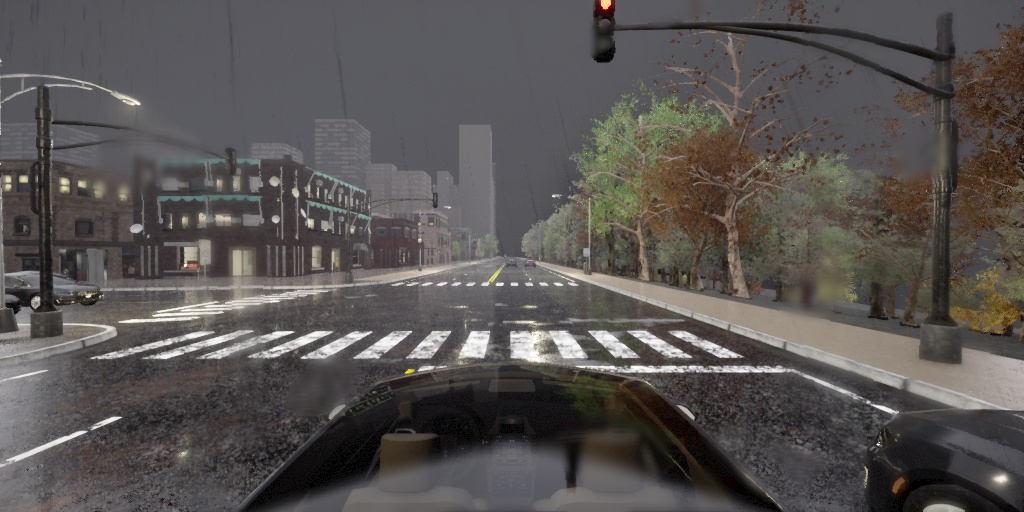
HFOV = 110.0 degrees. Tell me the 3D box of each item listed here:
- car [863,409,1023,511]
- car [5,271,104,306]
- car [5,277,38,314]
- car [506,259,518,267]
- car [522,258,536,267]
[{"bbox_3d":[3.353,1.255,0.435,1.837,1.490,4.892,0,0,0],"label":"car"},{"bbox_3d":[-20.315,1.480,15.131,4.892,1.490,1.837,-1,1,0],"label":"car"},{"bbox_3d":[-19.973,1.565,12.427,4.313,1.339,1.948,0,0,0],"label":"car"},{"bbox_3d":[-0.048,1.231,63.053,1.837,1.490,4.892,0,0,0],"label":"car"},{"bbox_3d":[3.204,1.252,63.367,1.812,1.442,4.674,0,0,0],"label":"car"}]
